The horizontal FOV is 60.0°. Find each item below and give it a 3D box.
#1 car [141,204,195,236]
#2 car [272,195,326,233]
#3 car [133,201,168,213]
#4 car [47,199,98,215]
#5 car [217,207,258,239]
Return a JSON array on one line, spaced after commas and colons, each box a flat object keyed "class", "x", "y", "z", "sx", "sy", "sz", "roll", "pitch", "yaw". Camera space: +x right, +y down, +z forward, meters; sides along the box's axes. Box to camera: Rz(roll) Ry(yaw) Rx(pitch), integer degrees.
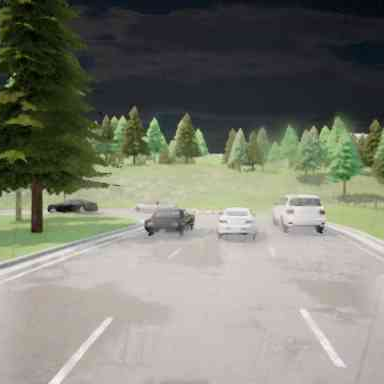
[{"class": "car", "x": -1.039, "y": 1.582, "z": 18.188, "sx": 1.895, "sy": 1.301, "sz": 4.718, "roll": 0, "pitch": 0, "yaw": 9}, {"class": "car", "x": 6.185, "y": 1.202, "z": 19.747, "sx": 2.150, "sy": 2.045, "sz": 5.566, "roll": 0, "pitch": 0, "yaw": 6}, {"class": "car", "x": -3.891, "y": 1.565, "z": 34.382, "sx": 4.718, "sy": 1.301, "sz": 1.895, "roll": 0, "pitch": 0, "yaw": 35}, {"class": "car", "x": -12.044, "y": 1.443, "z": 33.570, "sx": 5.008, "sy": 1.535, "sz": 1.882, "roll": 0, "pitch": 0, "yaw": 7}, {"class": "car", "x": 2.369, "y": 1.507, "z": 17.146, "sx": 1.812, "sy": 1.442, "sz": 4.674, "roll": 0, "pitch": 0, "yaw": 10}]
